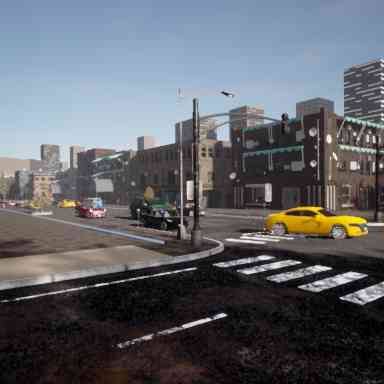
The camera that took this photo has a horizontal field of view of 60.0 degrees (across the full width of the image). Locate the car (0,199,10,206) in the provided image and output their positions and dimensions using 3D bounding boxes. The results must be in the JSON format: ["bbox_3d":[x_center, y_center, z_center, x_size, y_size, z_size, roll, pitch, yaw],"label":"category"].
[{"bbox_3d":[-46.740,2.597,82.893,1.887,1.381,4.507,-1,0,-37],"label":"car"}]

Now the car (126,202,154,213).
[{"bbox_3d":[-6.862,1.966,43.604,1.802,1.307,4.206,-2,0,-37],"label":"car"}]

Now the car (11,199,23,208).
[{"bbox_3d":[-33.473,2.375,65.169,2.008,1.369,4.403,-1,0,-37],"label":"car"}]

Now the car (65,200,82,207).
[{"bbox_3d":[-23.448,2.227,65.760,1.887,1.381,4.507,-1,0,-37],"label":"car"}]

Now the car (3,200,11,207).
[{"bbox_3d":[-40.109,2.379,74.030,1.967,1.590,4.097,-1,0,-37],"label":"car"}]

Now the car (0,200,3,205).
[{"bbox_3d":[-43.423,2.547,78.462,2.008,1.369,4.403,-1,0,-37],"label":"car"}]

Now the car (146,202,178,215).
[{"bbox_3d":[-3.546,1.904,39.173,1.802,1.307,4.206,-2,0,-37],"label":"car"}]

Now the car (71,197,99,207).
[{"bbox_3d":[-16.953,1.909,52.775,2.097,1.767,4.553,-1,0,-37],"label":"car"}]

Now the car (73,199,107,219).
[{"bbox_3d":[-10.257,1.846,34.149,1.967,1.590,4.097,-2,0,-37],"label":"car"}]

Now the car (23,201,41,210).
[{"bbox_3d":[-26.737,2.232,56.169,1.752,1.417,4.829,-1,0,-37],"label":"car"}]

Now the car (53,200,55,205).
[{"bbox_3d":[-30.081,2.363,74.623,1.947,1.339,4.313,-1,0,-37],"label":"car"}]

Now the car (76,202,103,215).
[{"bbox_3d":[-13.021,2.035,42.211,1.994,1.385,4.181,-1,0,-37],"label":"car"}]

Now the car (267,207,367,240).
[{"bbox_3d":[6.321,1.529,17.318,5.008,1.535,1.882,-3,-2,45],"label":"car"}]

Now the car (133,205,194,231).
[{"bbox_3d":[-2.036,1.815,22.968,1.947,1.339,4.313,-2,0,-37],"label":"car"}]

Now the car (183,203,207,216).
[{"bbox_3d":[-0.230,1.810,34.742,2.008,1.369,4.403,-2,0,-37],"label":"car"}]

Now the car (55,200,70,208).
[{"bbox_3d":[-22.969,2.141,60.813,1.882,1.535,5.008,-1,0,-37],"label":"car"}]

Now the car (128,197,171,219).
[{"bbox_3d":[-3.566,1.506,29.568,2.150,2.045,5.566,-1,1,-36],"label":"car"}]
